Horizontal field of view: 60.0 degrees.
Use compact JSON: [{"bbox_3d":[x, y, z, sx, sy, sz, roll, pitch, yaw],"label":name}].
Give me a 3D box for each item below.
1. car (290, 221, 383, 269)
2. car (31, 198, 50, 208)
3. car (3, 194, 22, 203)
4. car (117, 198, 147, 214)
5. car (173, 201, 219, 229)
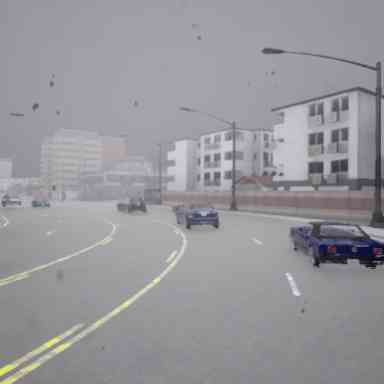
[{"bbox_3d":[4.709,1.660,11.469,1.895,1.301,4.718,0,0,5],"label":"car"},{"bbox_3d":[-21.193,1.562,46.542,1.994,1.385,4.181,0,0,-33],"label":"car"},{"bbox_3d":[-24.138,0.944,44.660,2.097,1.767,4.553,0,0,-33],"label":"car"},{"bbox_3d":[-6.762,1.391,36.860,2.097,1.767,4.553,0,0,-31],"label":"car"},{"bbox_3d":[0.273,1.407,22.362,2.097,1.767,4.553,0,0,-12],"label":"car"}]
